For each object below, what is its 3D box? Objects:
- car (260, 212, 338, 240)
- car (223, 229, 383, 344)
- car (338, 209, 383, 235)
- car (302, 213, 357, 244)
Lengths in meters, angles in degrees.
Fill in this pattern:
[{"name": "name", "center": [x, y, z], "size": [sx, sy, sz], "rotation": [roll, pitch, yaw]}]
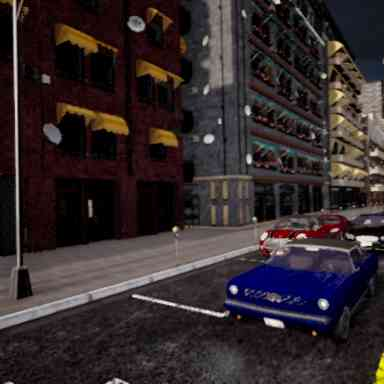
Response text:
[{"name": "car", "center": [4.299, 1.677, 13.569], "size": [1.967, 1.590, 4.097], "rotation": [-3, -2, 36]}, {"name": "car", "center": [2.539, 1.721, 6.906], "size": [1.895, 1.301, 4.718], "rotation": [-2, -2, 36]}, {"name": "car", "center": [7.946, 1.687, 14.378], "size": [2.128, 1.511, 4.902], "rotation": [-2, -2, 36]}, {"name": "car", "center": [7.561, 1.864, 18.056], "size": [1.802, 1.307, 4.206], "rotation": [-3, -2, 36]}]
